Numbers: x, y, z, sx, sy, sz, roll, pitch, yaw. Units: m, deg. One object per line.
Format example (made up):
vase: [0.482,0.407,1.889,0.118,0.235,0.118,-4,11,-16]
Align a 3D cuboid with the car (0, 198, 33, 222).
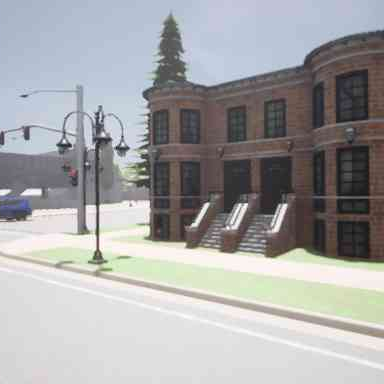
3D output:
car: [-16.226,1.561,27.668,2.150,2.045,5.566,0,2,37]
